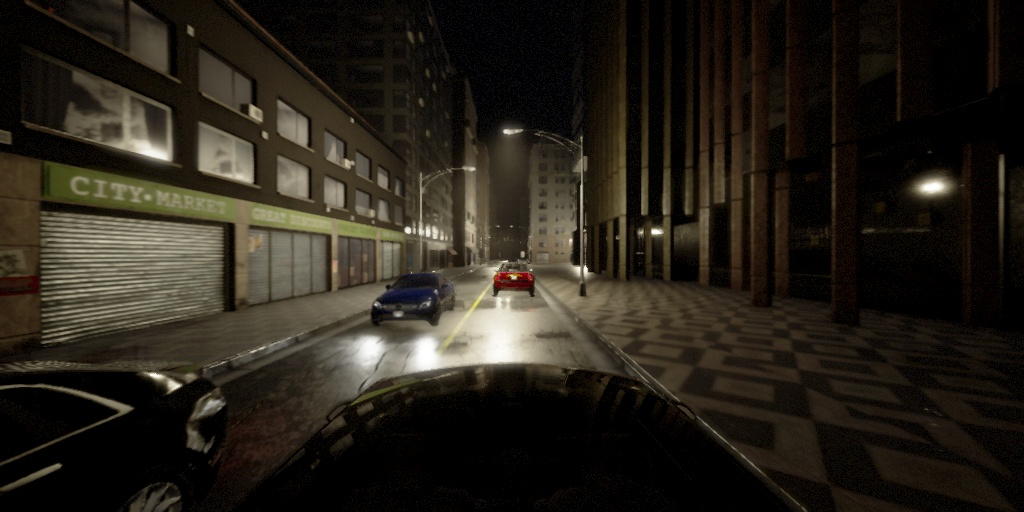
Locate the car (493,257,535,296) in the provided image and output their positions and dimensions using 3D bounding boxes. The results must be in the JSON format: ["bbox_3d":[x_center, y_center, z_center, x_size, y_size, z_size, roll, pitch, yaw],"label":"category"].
[{"bbox_3d":[0.100,1.102,19.576,2.097,1.767,4.553,0,0,0],"label":"car"}]

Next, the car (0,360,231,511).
[{"bbox_3d":[-3.095,1.256,0.735,1.837,1.490,4.892,0,0,0],"label":"car"}]

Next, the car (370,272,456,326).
[{"bbox_3d":[-3.000,1.277,11.798,1.812,1.442,4.674,0,0,0],"label":"car"}]
